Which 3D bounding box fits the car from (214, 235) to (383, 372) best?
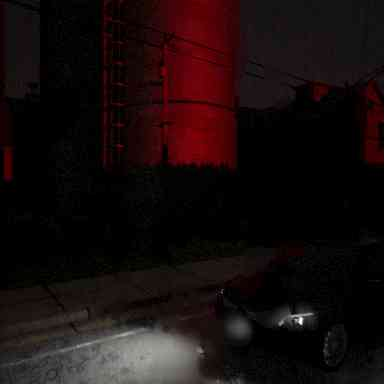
[{"bbox_3d":[2.538,1.539,5.802,4.674,1.442,1.812,0,0,-36],"label":"car"}]
